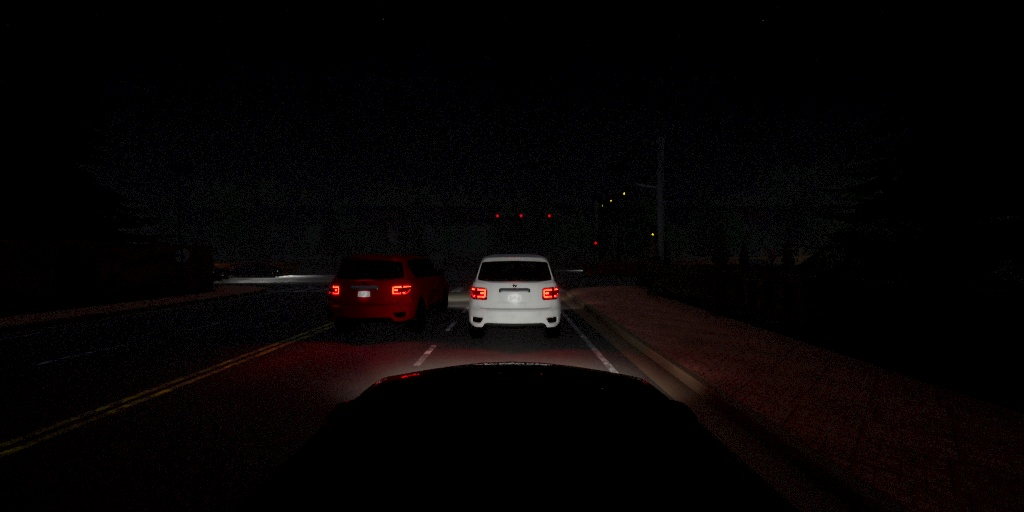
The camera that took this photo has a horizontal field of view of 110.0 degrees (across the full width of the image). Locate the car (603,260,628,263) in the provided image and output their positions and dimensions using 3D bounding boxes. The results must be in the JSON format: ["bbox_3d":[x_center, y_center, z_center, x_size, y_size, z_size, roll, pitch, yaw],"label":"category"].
[{"bbox_3d":[13.593,1.255,49.039,4.892,1.490,1.837,0,0,0],"label":"car"}]

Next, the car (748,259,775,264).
[{"bbox_3d":[33.207,1.221,48.938,4.892,1.490,1.837,-1,0,0],"label":"car"}]

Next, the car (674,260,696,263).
[{"bbox_3d":[23.361,1.297,48.978,5.357,1.411,2.033,0,0,0],"label":"car"}]

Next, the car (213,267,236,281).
[{"bbox_3d":[-25.134,1.241,28.105,4.902,1.511,2.128,0,0,0],"label":"car"}]

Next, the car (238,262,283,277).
[{"bbox_3d":[-24.933,1.314,35.104,4.181,1.385,1.994,0,0,0],"label":"car"}]

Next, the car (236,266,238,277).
[{"bbox_3d":[-27.484,1.351,31.622,4.718,1.301,1.895,0,0,0],"label":"car"}]

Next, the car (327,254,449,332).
[{"bbox_3d":[-3.419,0.971,10.985,2.150,2.045,5.566,0,0,0],"label":"car"}]

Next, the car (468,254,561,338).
[{"bbox_3d":[0.081,0.971,10.303,2.150,2.045,5.566,0,0,1],"label":"car"}]
